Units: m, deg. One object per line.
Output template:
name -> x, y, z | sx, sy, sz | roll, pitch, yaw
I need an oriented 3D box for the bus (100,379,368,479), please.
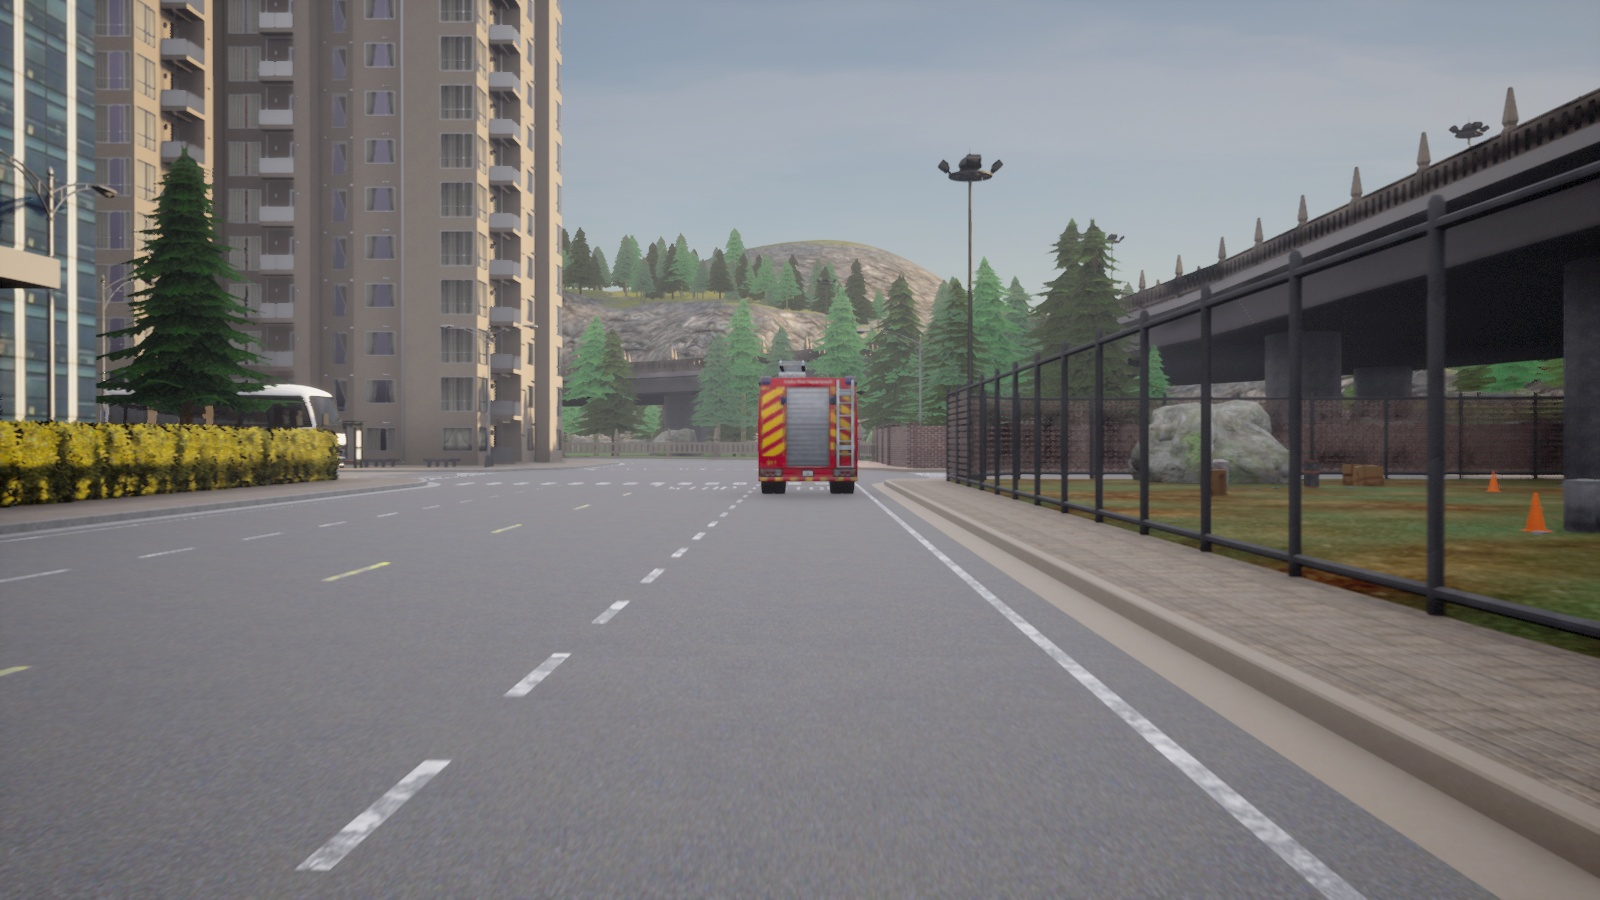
bus -> -25.354, -0.914, 56.686 | 10.273, 4.253, 3.944 | 1, 0, 0

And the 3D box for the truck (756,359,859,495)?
truck -> 0.241, -0.643, 39.549 | 2.891, 3.827, 8.468 | 0, 0, 0
